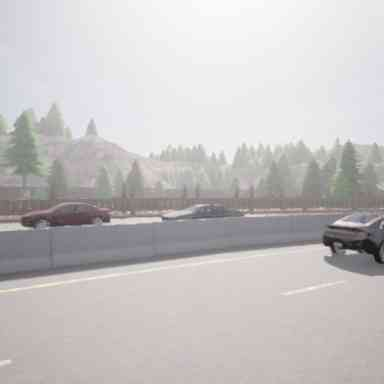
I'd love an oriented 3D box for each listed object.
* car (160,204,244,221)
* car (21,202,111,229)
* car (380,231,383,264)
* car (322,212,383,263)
[{"bbox_3d":[0.730,1.463,20.534,5.357,1.411,2.033,0,0,-28],"label":"car"},{"bbox_3d":[-7.381,1.375,19.809,5.008,1.535,1.882,0,0,-31],"label":"car"},{"bbox_3d":[6.756,1.573,7.690,4.718,1.301,1.895,0,0,-29],"label":"car"},{"bbox_3d":[6.734,1.449,11.568,4.902,1.511,2.128,0,0,-28],"label":"car"}]
